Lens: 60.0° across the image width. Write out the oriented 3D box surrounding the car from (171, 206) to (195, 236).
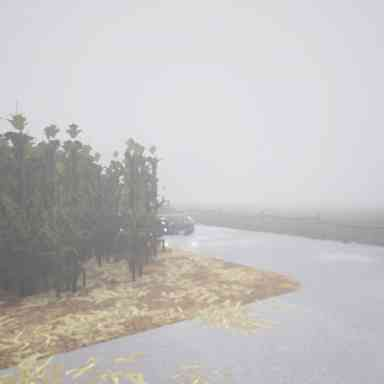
[{"bbox_3d":[-1.815,1.442,18.451,2.097,1.767,4.553,0,-1,-35],"label":"car"}]
